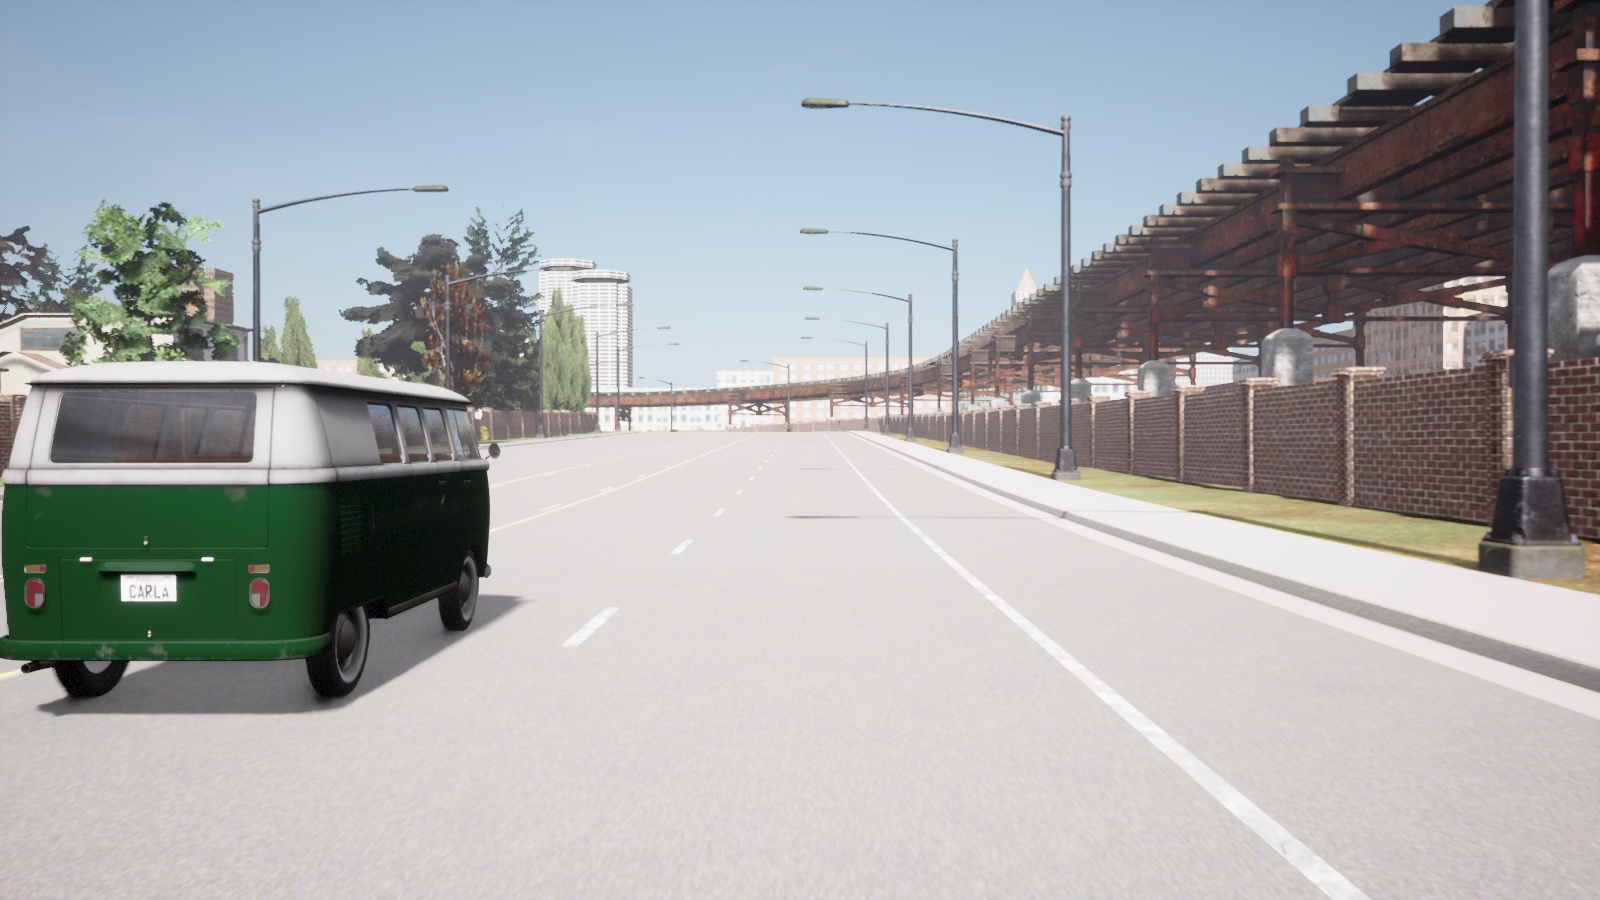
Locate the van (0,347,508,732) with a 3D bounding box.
[{"bbox_3d":[-3.435,0.446,8.694,1.775,1.987,4.442,0,0,0],"label":"van"}]
